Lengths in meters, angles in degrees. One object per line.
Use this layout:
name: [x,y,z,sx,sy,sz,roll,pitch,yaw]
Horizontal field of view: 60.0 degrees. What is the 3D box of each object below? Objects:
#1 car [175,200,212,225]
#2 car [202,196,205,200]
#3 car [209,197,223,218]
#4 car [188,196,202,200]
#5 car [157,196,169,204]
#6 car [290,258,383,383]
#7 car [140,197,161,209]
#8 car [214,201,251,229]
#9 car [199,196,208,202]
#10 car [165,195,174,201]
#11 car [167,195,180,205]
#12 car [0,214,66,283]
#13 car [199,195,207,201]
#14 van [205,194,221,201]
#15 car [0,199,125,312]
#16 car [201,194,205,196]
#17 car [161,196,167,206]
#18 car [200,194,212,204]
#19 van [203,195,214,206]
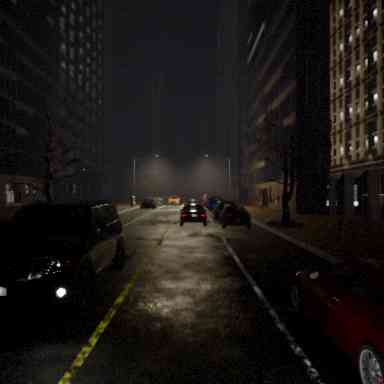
car: [0.093,1.547,23.830,2.033,1.411,5.357,0,0,0]
car: [2.686,1.549,44.164,2.008,1.369,4.403,1,0,0]
car: [2.692,1.441,27.240,1.967,1.590,4.097,0,0,0]
car: [0.087,1.546,45.015,2.033,1.411,5.357,0,0,0]
car: [-5.701,1.543,66.705,2.008,1.369,4.403,1,0,0]
car: [2.696,1.583,4.674,1.802,1.307,4.206,0,0,0]
car: [-5.693,1.439,44.134,1.967,1.590,4.097,1,0,0]
car: [2.692,1.545,21.599,1.887,1.381,4.507,0,0,0]
car: [2.676,1.569,78.013,1.802,1.307,4.206,1,0,0]
car: [-5.706,1.536,83.633,2.008,1.369,4.403,1,0,0]
car: [-3.035,1.472,57.280,1.882,1.535,5.008,0,0,0]
car: [-5.685,1.546,10.276,1.887,1.381,4.507,1,0,0]
car: [2.675,1.510,83.824,1.752,1.417,4.829,1,0,0]
van: [2.689,1.341,38.523,1.690,1.788,3.998,1,0,0]
car: [-3.090,1.222,8.029,2.150,2.045,5.566,0,0,0]
car: [2.686,1.312,49.806,2.192,1.841,5.009,1,0,0]
car: [-5.698,1.546,55.419,2.008,1.369,4.403,1,0,0]
car: [2.682,1.307,66.730,2.192,1.841,5.009,1,0,0]
van: [2.685,1.336,55.448,1.690,1.788,3.998,1,0,0]
